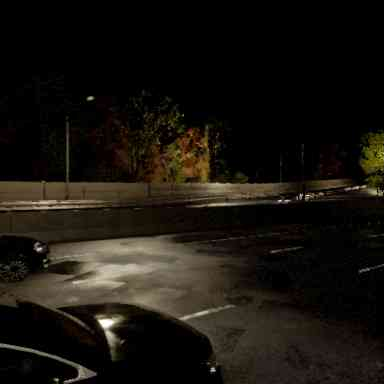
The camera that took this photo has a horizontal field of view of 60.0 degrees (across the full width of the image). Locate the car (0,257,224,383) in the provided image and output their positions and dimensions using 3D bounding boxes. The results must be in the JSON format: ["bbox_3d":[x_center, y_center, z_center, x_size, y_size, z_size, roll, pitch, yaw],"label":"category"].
[{"bbox_3d":[-1.955,1.504,2.349,4.892,1.490,1.837,0,0,-36],"label":"car"}]

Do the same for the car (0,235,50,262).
[{"bbox_3d":[-6.064,1.490,8.014,4.902,1.511,2.128,0,0,-36],"label":"car"}]

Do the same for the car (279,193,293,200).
[{"bbox_3d":[18.961,0.860,66.939,1.812,1.442,4.674,0,1,31],"label":"car"}]

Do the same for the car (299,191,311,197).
[{"bbox_3d":[27.406,0.472,80.325,1.812,1.442,4.674,0,2,33],"label":"car"}]
